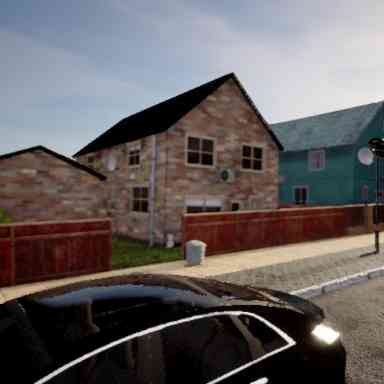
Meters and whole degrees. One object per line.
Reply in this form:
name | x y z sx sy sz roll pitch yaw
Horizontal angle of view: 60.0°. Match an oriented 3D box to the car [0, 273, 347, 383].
car | -0.834 1.509 2.345 4.892 1.490 1.837 0 0 -36
